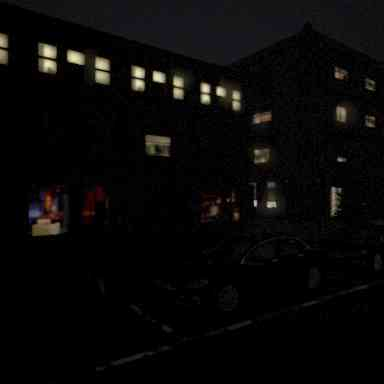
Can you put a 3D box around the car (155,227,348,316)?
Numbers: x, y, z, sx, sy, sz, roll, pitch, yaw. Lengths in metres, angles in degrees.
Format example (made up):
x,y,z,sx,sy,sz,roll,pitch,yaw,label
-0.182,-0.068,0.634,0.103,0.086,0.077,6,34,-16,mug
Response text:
x,y,z,sx,sy,sz,roll,pitch,yaw,label
1.279,1.587,7.476,4.403,1.369,2.008,0,0,-36,car

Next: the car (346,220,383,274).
x,y,z,sx,sy,sz,roll,pitch,yaw,label
5.776,1.625,10.685,4.403,1.369,2.008,0,-1,-36,car

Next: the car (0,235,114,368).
x,y,z,sx,sy,sz,roll,pitch,yaw,label
-3.216,1.438,4.269,4.097,1.590,1.967,0,0,-36,car
